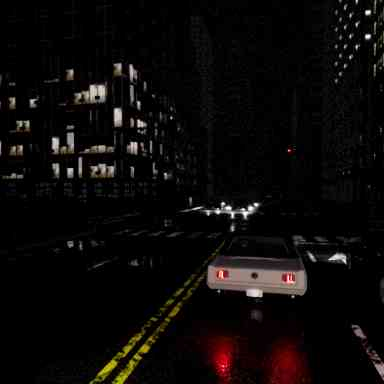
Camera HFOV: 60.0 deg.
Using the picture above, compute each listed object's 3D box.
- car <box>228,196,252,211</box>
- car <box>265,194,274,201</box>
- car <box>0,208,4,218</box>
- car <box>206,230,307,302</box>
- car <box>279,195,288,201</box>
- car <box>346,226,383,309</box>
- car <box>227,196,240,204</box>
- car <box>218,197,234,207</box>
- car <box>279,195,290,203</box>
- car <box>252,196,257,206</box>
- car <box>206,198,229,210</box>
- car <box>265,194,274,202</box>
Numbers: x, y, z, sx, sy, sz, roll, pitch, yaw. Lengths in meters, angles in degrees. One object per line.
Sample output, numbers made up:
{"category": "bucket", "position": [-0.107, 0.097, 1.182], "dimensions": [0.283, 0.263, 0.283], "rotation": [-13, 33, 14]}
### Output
{"category": "car", "position": [5.945, 1.503, 40.747], "dimensions": [1.812, 1.442, 4.674], "rotation": [0, 0, 13]}
{"category": "car", "position": [18.802, 1.285, 80.526], "dimensions": [2.128, 1.511, 4.902], "rotation": [0, 0, 13]}
{"category": "car", "position": [-17.291, 1.434, 26.715], "dimensions": [4.313, 1.339, 1.947], "rotation": [1, 1, 14]}
{"category": "car", "position": [1.716, 1.597, 8.364], "dimensions": [1.895, 1.301, 4.718], "rotation": [0, 0, 14]}
{"category": "car", "position": [21.972, 1.354, 79.805], "dimensions": [1.895, 1.301, 4.718], "rotation": [0, 0, 13]}
{"category": "car", "position": [4.844, 1.501, 7.458], "dimensions": [1.837, 1.490, 4.892], "rotation": [0, 0, 13]}
{"category": "car", "position": [7.964, 1.459, 63.182], "dimensions": [1.837, 1.490, 4.892], "rotation": [0, 0, 14]}
{"category": "car", "position": [5.521, 1.566, 53.056], "dimensions": [1.895, 1.301, 4.718], "rotation": [0, 0, 13]}
{"category": "car", "position": [19.566, 1.473, 69.639], "dimensions": [2.033, 1.411, 5.357], "rotation": [0, 0, 13]}
{"category": "car", "position": [8.734, 1.455, 52.506], "dimensions": [2.128, 1.511, 4.902], "rotation": [0, 0, 13]}
{"category": "car", "position": [3.180, 1.523, 43.192], "dimensions": [2.033, 1.411, 5.357], "rotation": [0, 0, 13]}
{"category": "car", "position": [16.506, 1.529, 70.824], "dimensions": [1.895, 1.301, 4.718], "rotation": [0, 0, 13]}
